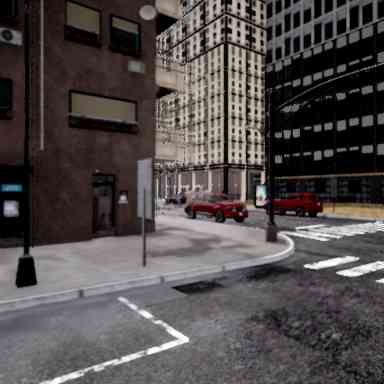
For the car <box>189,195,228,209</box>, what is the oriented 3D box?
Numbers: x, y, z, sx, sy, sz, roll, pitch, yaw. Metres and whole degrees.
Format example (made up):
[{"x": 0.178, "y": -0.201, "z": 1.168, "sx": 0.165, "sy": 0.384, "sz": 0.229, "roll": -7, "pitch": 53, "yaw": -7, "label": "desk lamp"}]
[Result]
[{"x": 1.704, "y": 1.022, "z": 36.156, "sx": 1.947, "sy": 1.339, "sz": 4.313, "roll": 1, "pitch": 0, "yaw": -36, "label": "car"}]

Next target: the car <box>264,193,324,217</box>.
[{"x": 8.233, "y": 0.979, "z": 27.181, "sx": 2.192, "sy": 1.841, "sz": 5.009, "roll": 1, "pitch": 0, "yaw": -36, "label": "car"}]

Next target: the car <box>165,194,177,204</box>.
[{"x": -1.558, "y": 0.918, "z": 40.643, "sx": 1.947, "sy": 1.339, "sz": 4.313, "roll": 1, "pitch": 0, "yaw": -36, "label": "car"}]

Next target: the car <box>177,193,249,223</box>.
[{"x": 1.491, "y": 0.978, "z": 22.205, "sx": 2.192, "sy": 1.841, "sz": 5.009, "roll": 1, "pitch": 0, "yaw": -36, "label": "car"}]
